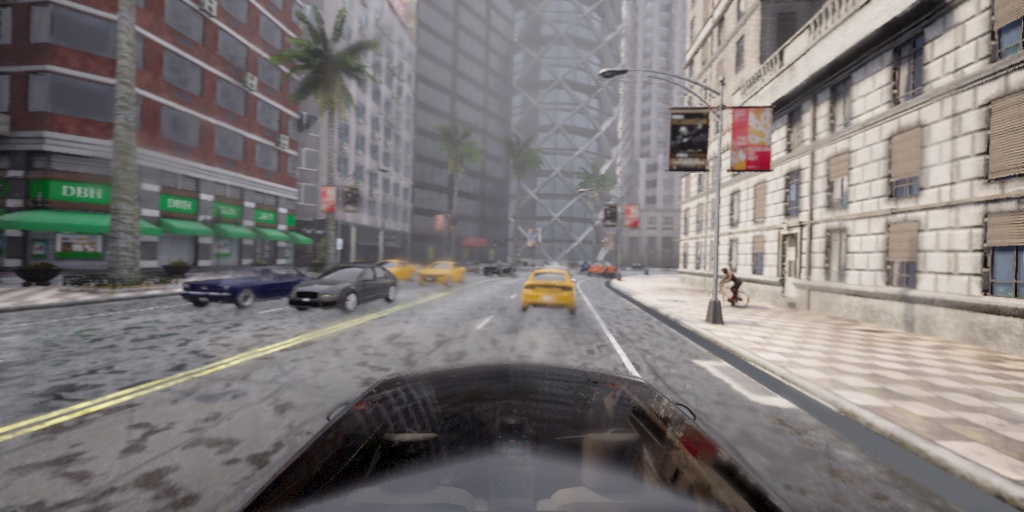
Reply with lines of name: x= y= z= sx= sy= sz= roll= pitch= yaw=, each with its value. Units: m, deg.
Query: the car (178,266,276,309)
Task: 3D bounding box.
car: x=-9.356 y=1.061 z=13.397 sx=1.895 sy=1.301 sz=4.718 roll=2 pitch=0 yaw=8

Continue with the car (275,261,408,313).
car: x=-5.848 y=1.073 z=13.152 sx=1.837 sy=1.490 sz=4.892 roll=2 pitch=0 yaw=8

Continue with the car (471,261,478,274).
car: x=-4.861 y=1.154 z=36.608 sx=1.994 sy=1.385 sz=4.181 roll=2 pitch=0 yaw=20

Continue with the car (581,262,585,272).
car: x=11.627 y=1.441 z=50.122 sx=4.553 sy=1.767 sz=2.097 roll=2 pitch=0 yaw=-44

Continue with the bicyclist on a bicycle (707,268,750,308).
bicyclist on a bicycle: x=8.946 y=1.319 z=14.809 sx=1.656 sy=1.620 sz=0.582 roll=1 pitch=0 yaw=7

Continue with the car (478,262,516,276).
car: x=-1.268 y=1.301 z=36.430 sx=1.895 sy=1.301 sz=4.718 roll=2 pitch=0 yaw=22

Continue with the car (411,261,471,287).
car: x=-4.416 y=1.086 z=23.292 sx=1.882 sy=1.535 sz=5.008 roll=2 pitch=0 yaw=9

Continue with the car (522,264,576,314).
car: x=1.529 y=1.270 z=14.359 sx=1.882 sy=1.535 sz=5.008 roll=2 pitch=0 yaw=8

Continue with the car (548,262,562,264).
car: x=5.008 y=1.416 z=41.122 sx=1.812 sy=1.442 sz=4.674 roll=2 pitch=0 yaw=30

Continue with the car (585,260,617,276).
car: x=11.238 y=1.431 z=43.964 sx=2.097 sy=1.767 sz=4.553 roll=2 pitch=0 yaw=36

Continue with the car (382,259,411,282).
car: x=-7.923 y=0.979 z=23.483 sx=1.882 sy=1.535 sz=5.008 roll=2 pitch=0 yaw=9
